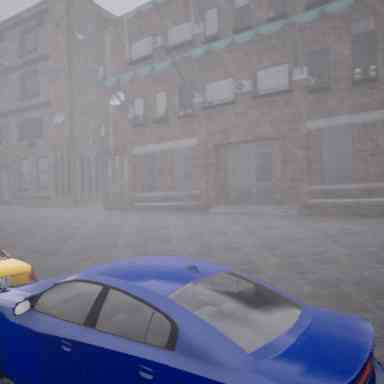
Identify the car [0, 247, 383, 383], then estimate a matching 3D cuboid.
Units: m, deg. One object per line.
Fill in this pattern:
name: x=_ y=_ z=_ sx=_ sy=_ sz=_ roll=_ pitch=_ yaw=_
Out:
car: x=-0.663 y=1.509 z=3.802 sx=5.008 sy=1.535 sz=2.097 roll=-1 pitch=0 yaw=36
